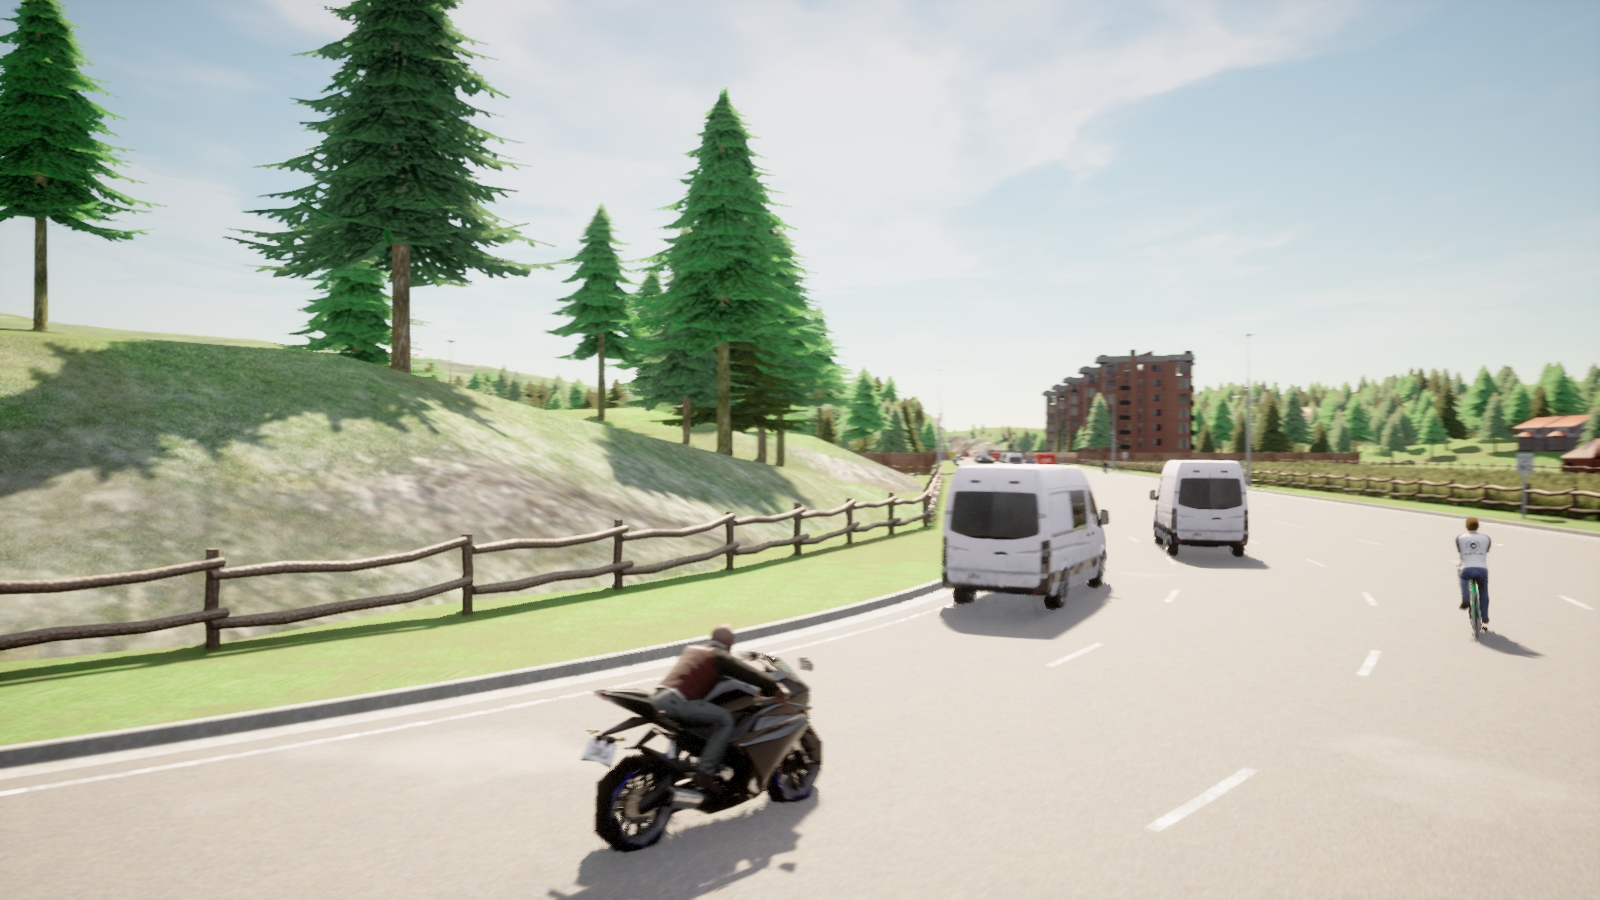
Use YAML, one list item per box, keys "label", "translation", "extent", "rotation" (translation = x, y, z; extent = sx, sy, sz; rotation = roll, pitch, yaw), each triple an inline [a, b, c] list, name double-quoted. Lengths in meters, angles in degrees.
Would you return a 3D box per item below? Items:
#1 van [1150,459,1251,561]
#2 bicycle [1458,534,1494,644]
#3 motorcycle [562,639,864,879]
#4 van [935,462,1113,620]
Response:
- label: "van"
  translation: [11.265, 1.570, 32.527]
  extent: [1.988, 2.561, 5.915]
  rotation: [0, 0, 12]
- label: "bicycle"
  translation: [10.292, 2.074, 17.423]
  extent: [0.373, 1.496, 1.643]
  rotation: [-1, -1, 28]
- label: "motorcycle"
  translation: [-0.598, 2.217, 8.620]
  extent: [2.209, 1.251, 0.867]
  rotation: [0, -2, -45]
- label: "van"
  translation: [4.545, 1.561, 22.307]
  extent: [1.988, 2.561, 5.915]
  rotation: [1, 0, 25]
